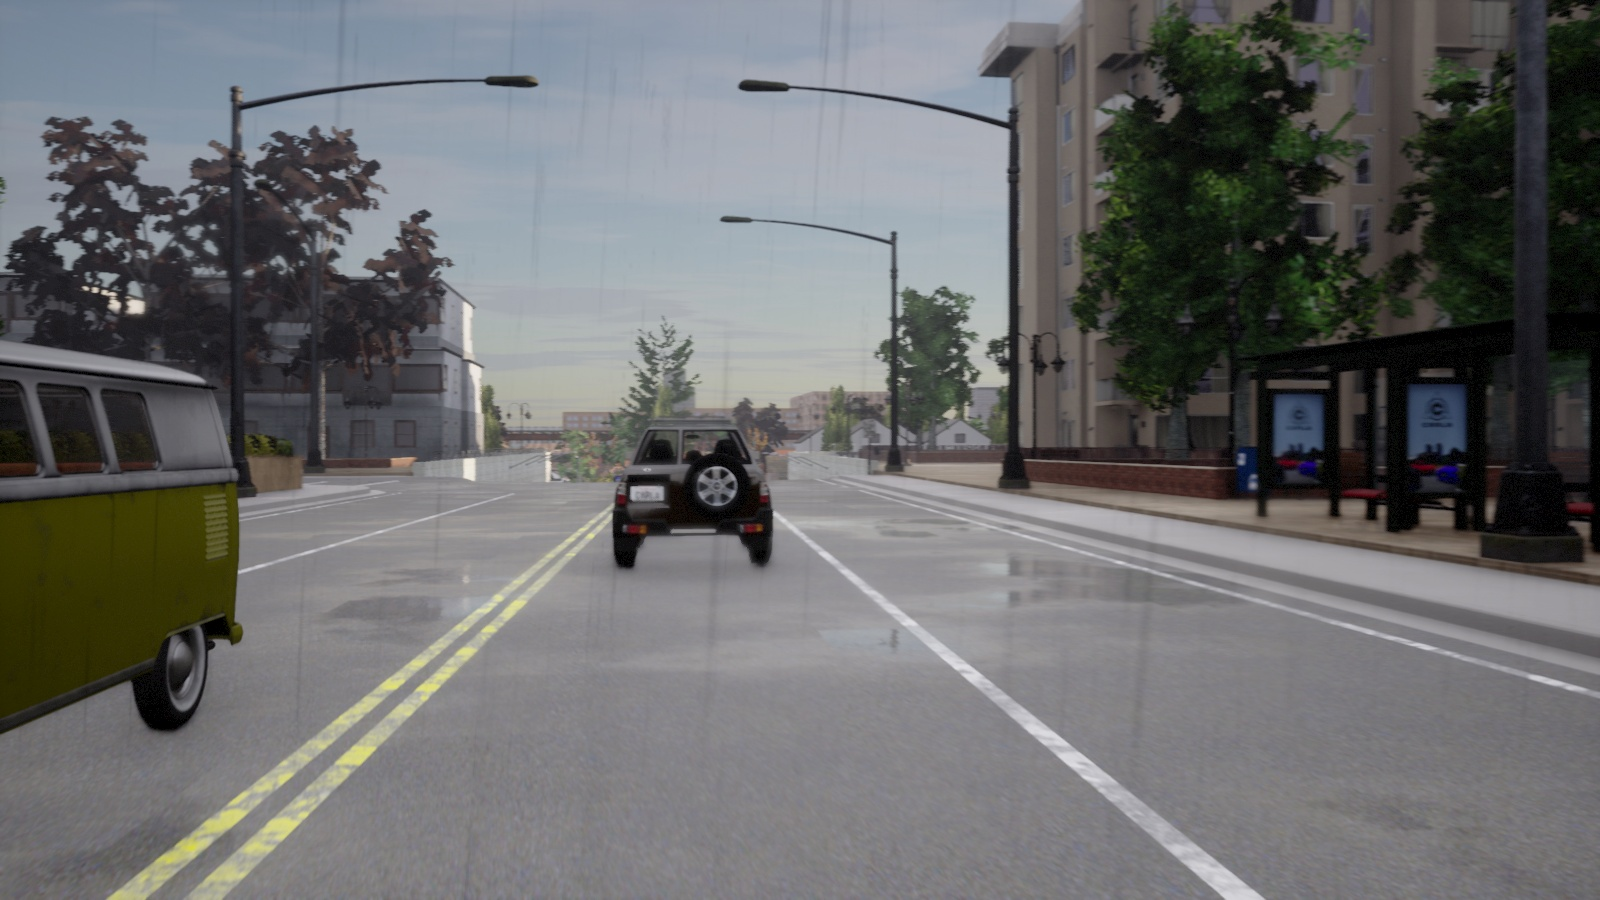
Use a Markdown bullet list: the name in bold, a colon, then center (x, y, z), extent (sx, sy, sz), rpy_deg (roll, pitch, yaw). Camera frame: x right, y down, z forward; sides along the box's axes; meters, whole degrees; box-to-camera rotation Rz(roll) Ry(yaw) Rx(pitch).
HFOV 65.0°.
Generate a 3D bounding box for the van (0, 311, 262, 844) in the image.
- **van**: center (-3.918, 0.473, 5.233), extent (1.775, 1.987, 4.442), rpy_deg (0, 0, -5)

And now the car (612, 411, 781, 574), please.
- **car**: center (-1.376, 0.475, 16.702), extent (1.932, 1.855, 4.605), rpy_deg (0, 0, -5)
